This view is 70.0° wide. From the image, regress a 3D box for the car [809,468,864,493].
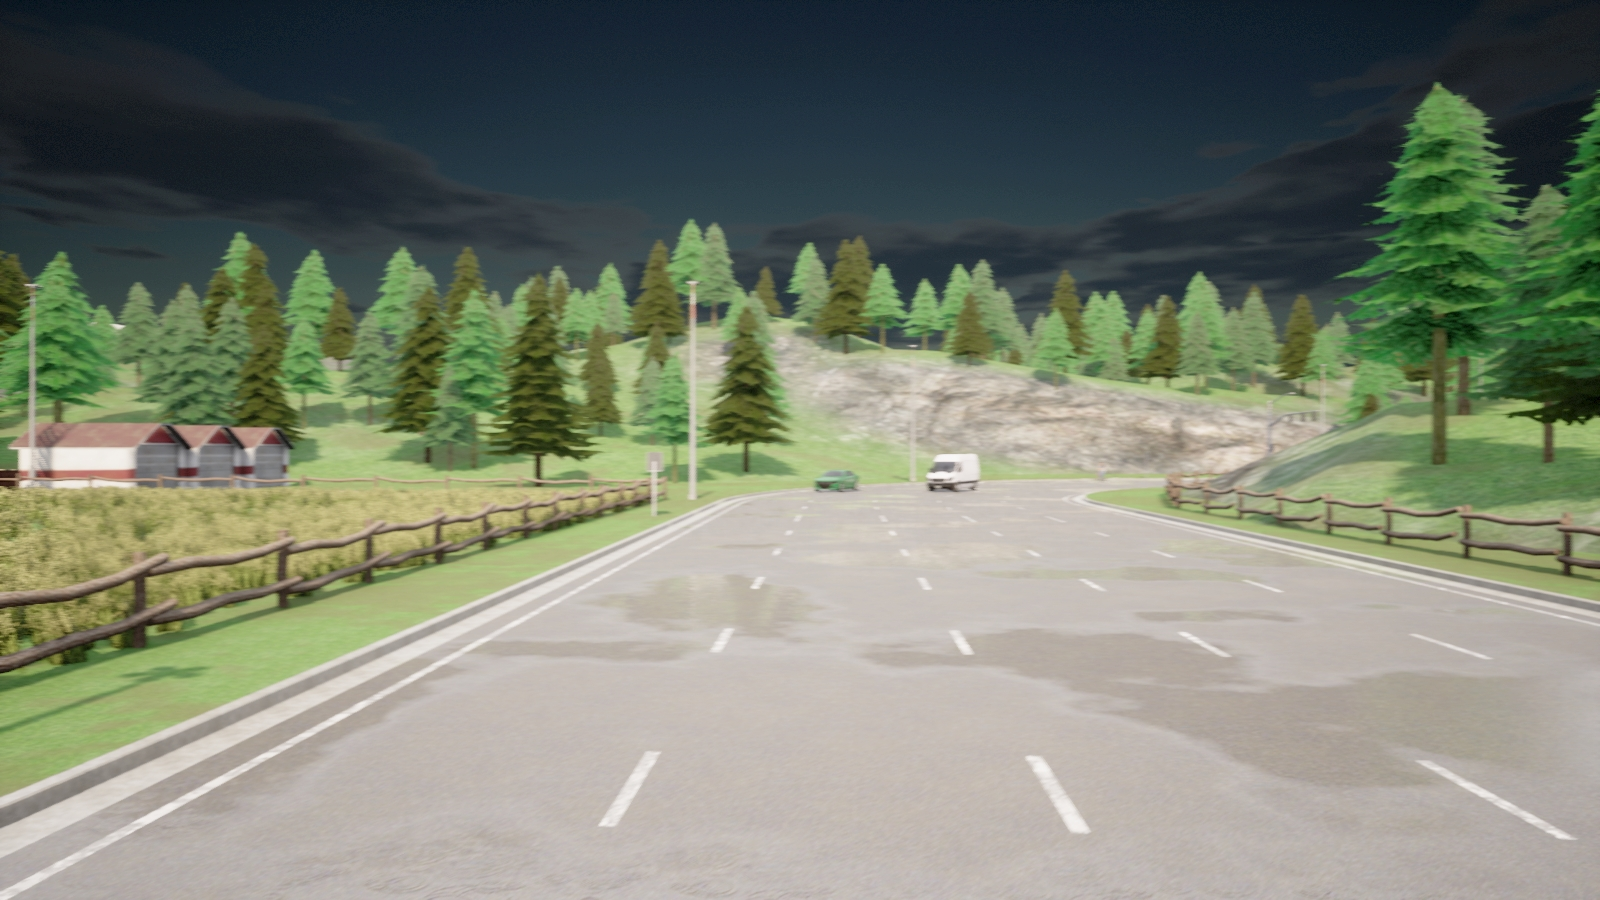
[{"bbox_3d":[2.490,2.045,76.583,2.097,1.535,5.006,0,0,22],"label":"car"}]
